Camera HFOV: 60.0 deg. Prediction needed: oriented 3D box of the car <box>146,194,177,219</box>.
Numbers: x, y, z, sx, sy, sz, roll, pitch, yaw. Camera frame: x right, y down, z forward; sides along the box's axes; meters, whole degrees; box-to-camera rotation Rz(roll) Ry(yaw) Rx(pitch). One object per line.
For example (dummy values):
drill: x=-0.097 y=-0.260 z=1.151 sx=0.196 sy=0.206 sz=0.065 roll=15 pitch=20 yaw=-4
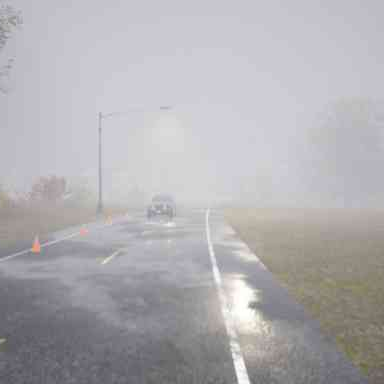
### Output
car: x=-2.508 y=1.212 z=29.023 sx=2.150 sy=2.045 sz=5.566 roll=0 pitch=0 yaw=2

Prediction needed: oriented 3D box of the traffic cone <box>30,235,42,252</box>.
traffic cone: x=-5.914 y=1.945 z=12.648 sx=0.340 sy=0.580 sz=0.340 roll=0 pitch=0 yaw=1

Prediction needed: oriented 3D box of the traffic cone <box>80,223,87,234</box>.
traffic cone: x=-5.787 y=1.944 z=17.672 sx=0.340 sy=0.580 sz=0.340 roll=0 pitch=0 yaw=2

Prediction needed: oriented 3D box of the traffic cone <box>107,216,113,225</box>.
traffic cone: x=-5.621 y=1.945 z=22.695 sx=0.340 sy=0.580 sz=0.340 roll=0 pitch=0 yaw=2
